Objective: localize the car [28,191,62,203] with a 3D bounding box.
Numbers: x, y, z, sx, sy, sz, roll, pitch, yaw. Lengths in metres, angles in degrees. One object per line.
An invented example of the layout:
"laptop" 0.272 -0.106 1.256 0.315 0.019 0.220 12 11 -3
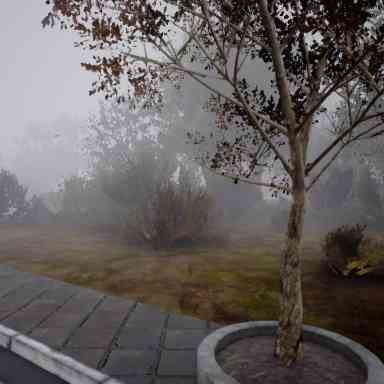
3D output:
"car" -18.325 0.941 41.817 2.150 2.045 5.566 1 0 32
